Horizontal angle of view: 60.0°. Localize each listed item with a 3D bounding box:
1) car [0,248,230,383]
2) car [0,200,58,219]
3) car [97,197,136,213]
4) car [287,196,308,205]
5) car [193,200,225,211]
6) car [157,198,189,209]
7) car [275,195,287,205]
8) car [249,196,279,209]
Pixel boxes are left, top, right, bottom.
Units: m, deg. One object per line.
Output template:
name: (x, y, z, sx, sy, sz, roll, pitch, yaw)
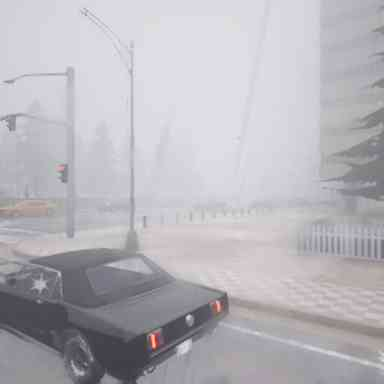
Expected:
car: (-1.880, 1.600, 5.350, 4.718, 1.301, 1.895, 0, 0, 36)
car: (-14.367, 1.471, 29.380, 1.882, 1.535, 5.008, 0, 0, 36)
car: (-8.506, 1.346, 37.580, 2.097, 1.767, 4.553, 0, 0, 36)
car: (18.377, 1.501, 56.805, 1.837, 1.490, 4.892, 0, -1, 36)
car: (2.159, 1.597, 40.125, 1.895, 1.301, 4.718, 0, 0, 36)
car: (-2.531, 1.543, 45.933, 2.033, 1.411, 5.357, 0, 0, 36)
car: (15.578, 1.350, 58.909, 2.097, 1.767, 4.553, 0, 0, 36)
car: (9.497, 1.599, 44.373, 1.895, 1.301, 4.718, 0, 0, 36)
